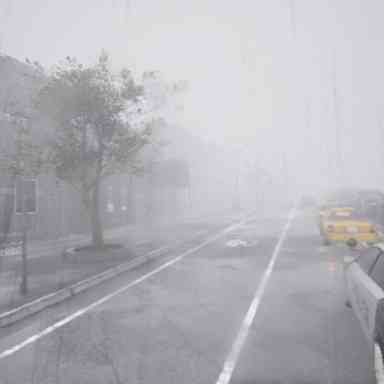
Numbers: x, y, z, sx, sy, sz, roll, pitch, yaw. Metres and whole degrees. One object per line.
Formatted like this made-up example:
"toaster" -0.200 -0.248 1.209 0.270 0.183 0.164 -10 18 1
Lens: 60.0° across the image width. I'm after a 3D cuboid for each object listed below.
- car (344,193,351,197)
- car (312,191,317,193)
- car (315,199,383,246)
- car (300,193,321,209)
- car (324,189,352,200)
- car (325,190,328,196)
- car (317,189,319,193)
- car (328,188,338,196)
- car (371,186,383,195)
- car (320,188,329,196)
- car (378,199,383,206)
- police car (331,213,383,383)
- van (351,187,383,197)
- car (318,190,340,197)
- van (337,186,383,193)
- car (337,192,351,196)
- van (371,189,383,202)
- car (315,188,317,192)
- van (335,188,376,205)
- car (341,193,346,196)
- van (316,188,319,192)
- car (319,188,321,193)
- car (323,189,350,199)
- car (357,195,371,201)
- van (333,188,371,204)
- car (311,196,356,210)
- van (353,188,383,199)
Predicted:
"car" 16.668 1.054 29.906 4.792 1.488 2.163 -2 0 18
"car" 17.978 1.048 52.142 1.994 1.385 4.181 -2 0 18
"car" 6.454 1.295 14.188 1.801 1.575 5.366 -2 0 18
"car" 13.899 1.185 39.747 2.033 1.411 5.357 -2 0 19
"car" 27.116 0.457 61.885 4.553 1.767 2.185 -2 0 18
"car" 24.523 0.739 53.888 4.674 1.452 2.002 -2 0 18
"car" 30.648 0.425 72.528 5.008 1.535 2.097 -2 0 18
"car" 20.108 0.644 40.581 5.566 2.045 2.435 -2 0 18
"car" 47.478 -0.519 81.971 5.566 2.045 2.435 -2 0 18
"car" 25.362 0.409 56.558 5.566 2.045 2.435 -2 0 18
"car" 11.203 1.143 13.996 5.366 1.575 1.946 -2 0 18
"police car" 3.284 1.330 4.605 1.930 1.638 5.238 -2 0 18
"van" 15.864 0.818 27.218 4.442 1.987 1.878 -2 0 18
"car" 34.185 0.298 83.168 4.792 1.488 2.163 -2 0 18
"van" 19.371 0.702 37.876 4.442 1.987 1.878 -2 0 18
"car" 18.398 0.966 35.243 4.892 1.521 2.231 -2 0 18
"van" 13.234 0.875 19.228 4.442 1.987 1.878 -2 0 18
"car" 35.208 0.220 85.782 5.366 1.575 1.946 -2 0 18
"van" 21.122 0.625 43.199 4.442 1.987 1.878 -2 0 18
"car" 17.515 1.037 32.584 4.674 1.452 2.002 -2 0 18
"van" 33.161 0.087 80.550 4.442 1.987 1.878 -2 0 18
"car" 26.238 0.370 59.221 5.566 2.045 2.435 -2 0 18
"car" 27.992 0.418 64.548 4.553 1.767 2.185 -2 0 18
"car" 14.004 1.088 21.927 5.008 1.535 2.097 -2 0 18
"van" 21.998 0.586 45.862 4.442 1.987 1.878 -2 0 18
"car" 8.340 1.250 19.892 1.801 1.575 5.366 -2 0 18
"van" 14.767 0.849 24.630 4.442 1.987 1.878 -2 0 18
